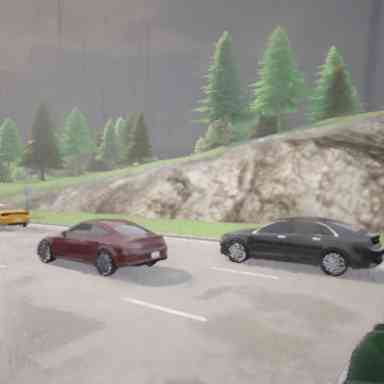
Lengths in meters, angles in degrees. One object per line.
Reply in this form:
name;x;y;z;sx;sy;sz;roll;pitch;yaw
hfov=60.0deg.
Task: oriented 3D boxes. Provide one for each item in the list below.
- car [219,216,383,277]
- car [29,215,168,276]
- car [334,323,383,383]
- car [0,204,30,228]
car;3.145;1.510;10.351;4.892;1.490;1.837;0;0;35
car;-2.862;1.541;10.335;4.674;1.442;1.812;0;0;35
car;3.250;1.597;1.675;4.718;1.301;1.895;0;0;35
car;-12.487;1.519;21.506;5.008;1.535;1.882;0;0;36
